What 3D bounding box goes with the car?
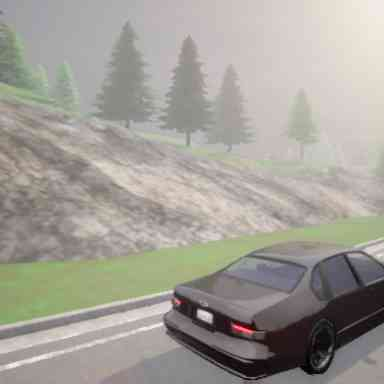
[{"bbox_3d":[2.102,1.587,5.666,5.357,1.411,2.033,0,0,-39],"label":"car"}]
